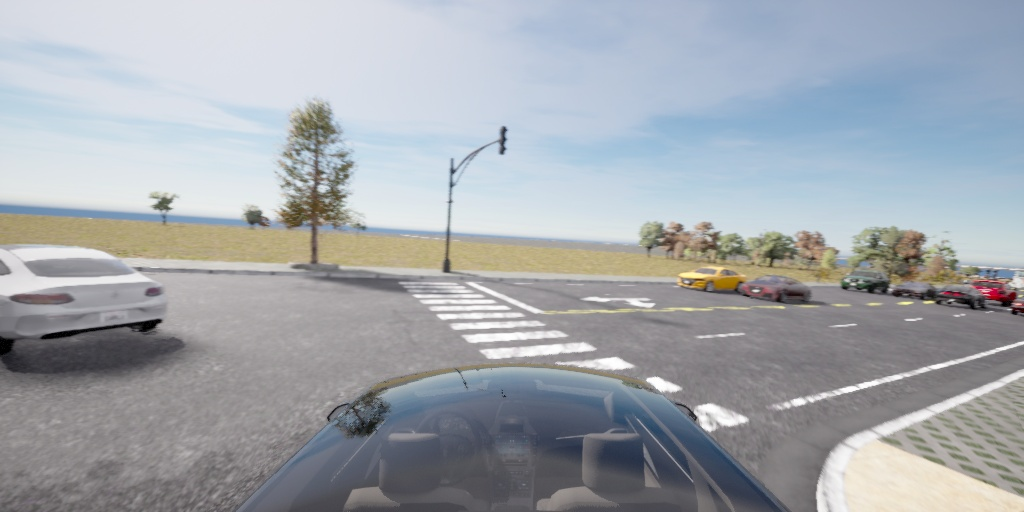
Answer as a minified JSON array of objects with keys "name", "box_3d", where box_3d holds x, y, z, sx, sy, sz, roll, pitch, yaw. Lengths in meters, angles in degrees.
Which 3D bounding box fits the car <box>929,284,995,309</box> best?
[{"name":"car","box_3d":[32.652,2.938,26.024,4.892,1.490,1.837,3,3,-29]}]

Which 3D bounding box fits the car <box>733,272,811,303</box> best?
[{"name":"car","box_3d":[14.906,1.794,20.243,4.181,1.385,1.994,3,3,-28]}]

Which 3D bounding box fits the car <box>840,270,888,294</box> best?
[{"name":"car","box_3d":[33.532,2.377,33.964,5.566,2.045,2.150,4,3,-29]}]

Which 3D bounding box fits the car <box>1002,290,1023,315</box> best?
[{"name":"car","box_3d":[34.145,3.229,23.151,5.357,1.411,2.033,3,3,-29]}]

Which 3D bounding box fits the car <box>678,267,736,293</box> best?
[{"name":"car","box_3d":[12.737,1.418,22.751,5.008,1.535,1.882,3,3,-28]}]

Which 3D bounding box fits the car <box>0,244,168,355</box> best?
[{"name":"car","box_3d":[-8.034,0.521,6.084,4.674,1.442,1.812,6,2,20]}]

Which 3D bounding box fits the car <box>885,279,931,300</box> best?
[{"name":"car","box_3d":[35.204,2.962,31.215,5.357,1.411,2.033,3,3,-29]}]

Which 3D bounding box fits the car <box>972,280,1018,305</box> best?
[{"name":"car","box_3d":[41.718,3.175,31.151,5.566,2.045,2.150,3,3,-30]}]
